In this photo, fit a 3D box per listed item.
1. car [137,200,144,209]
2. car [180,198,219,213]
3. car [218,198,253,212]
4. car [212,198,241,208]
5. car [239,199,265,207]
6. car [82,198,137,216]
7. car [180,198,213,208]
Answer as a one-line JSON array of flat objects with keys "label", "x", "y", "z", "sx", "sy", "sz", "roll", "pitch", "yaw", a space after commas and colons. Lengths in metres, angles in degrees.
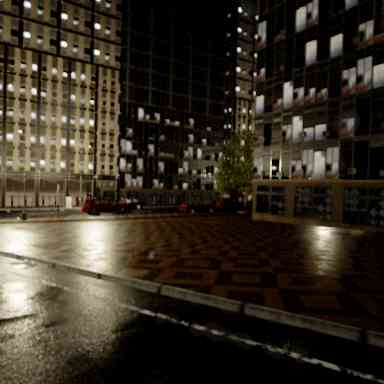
[{"label": "car", "x": -8.481, "y": 1.554, "z": 43.756, "sx": 4.403, "sy": 1.369, "sz": 2.008, "roll": 1, "pitch": 1, "yaw": -34}, {"label": "car", "x": 0.644, "y": 1.848, "z": 40.456, "sx": 4.507, "sy": 1.381, "sz": 1.887, "roll": 1, "pitch": 1, "yaw": -34}, {"label": "car", "x": 5.328, "y": 1.674, "z": 43.653, "sx": 5.009, "sy": 1.841, "sz": 2.192, "roll": 1, "pitch": 1, "yaw": -34}, {"label": "car", "x": 5.553, "y": 1.736, "z": 53.361, "sx": 4.313, "sy": 1.339, "sz": 1.947, "roll": 1, "pitch": 1, "yaw": -34}, {"label": "car", "x": 10.230, "y": 1.809, "z": 56.564, "sx": 4.206, "sy": 1.307, "sz": 1.802, "roll": 1, "pitch": 1, "yaw": -34}, {"label": "car", "x": -8.706, "y": 1.507, "z": 34.048, "sx": 5.009, "sy": 1.841, "sz": 2.192, "roll": 1, "pitch": 1, "yaw": -34}, {"label": "car", "x": 0.735, "y": 1.638, "z": 50.063, "sx": 4.829, "sy": 1.417, "sz": 1.752, "roll": 1, "pitch": 1, "yaw": -34}]
